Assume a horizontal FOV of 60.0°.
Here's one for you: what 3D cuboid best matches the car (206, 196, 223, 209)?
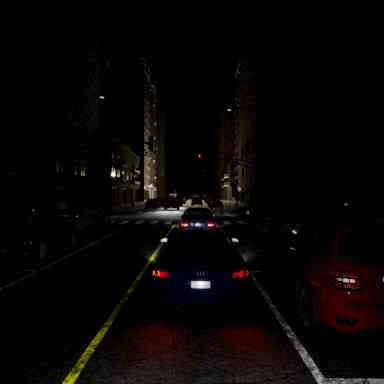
[{"bbox_3d":[3.255,1.592,44.874,1.802,1.307,4.206,1,0,1],"label":"car"}]

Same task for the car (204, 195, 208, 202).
[{"bbox_3d":[3.403,1.596,56.220,1.802,1.307,4.206,1,0,1],"label":"car"}]

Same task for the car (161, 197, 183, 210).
[{"bbox_3d":[-2.541,1.611,43.200,1.895,1.301,4.718,0,0,1],"label":"car"}]

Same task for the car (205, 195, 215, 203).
[{"bbox_3d":[3.329,1.594,50.547,1.802,1.307,4.206,1,0,1],"label":"car"}]

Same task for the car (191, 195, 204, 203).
[{"bbox_3d":[0.860,1.616,58.929,1.895,1.301,4.718,0,0,1],"label":"car"}]

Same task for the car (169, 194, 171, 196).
[{"bbox_3d":[-4.973,1.601,67.685,1.802,1.307,4.206,1,0,1],"label":"car"}]

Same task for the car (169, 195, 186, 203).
[{"bbox_3d":[-2.411,1.613,52.631,1.895,1.301,4.718,0,0,1],"label":"car"}]

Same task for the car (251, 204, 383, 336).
[{"bbox_3d":[2.756,1.316,6.609,2.192,1.841,5.009,1,0,1],"label":"car"}]

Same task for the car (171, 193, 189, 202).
[{"bbox_3d":[-2.256,1.368,62.272,2.097,1.767,4.553,0,0,1],"label":"car"}]

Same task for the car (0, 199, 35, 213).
[{"bbox_3d":[-16.412,1.342,29.303,4.902,1.511,2.128,1,-1,1],"label":"car"}]

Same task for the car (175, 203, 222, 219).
[{"bbox_3d":[0.276,1.551,17.799,2.033,1.411,5.357,0,0,0],"label":"car"}]

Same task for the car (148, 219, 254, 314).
[{"bbox_3d":[0.178,1.566,7.736,1.994,1.385,4.181,0,0,1],"label":"car"}]

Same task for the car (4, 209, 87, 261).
[{"bbox_3d":[-5.698,1.547,12.354,1.887,1.381,4.507,1,0,1],"label":"car"}]

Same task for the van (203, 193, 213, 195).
[{"bbox_3d":[3.480,1.357,61.894,1.690,1.788,3.998,1,0,1],"label":"van"}]

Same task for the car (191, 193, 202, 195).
[{"bbox_3d":[1.103,1.507,84.820,1.882,1.535,5.008,0,0,1],"label":"car"}]

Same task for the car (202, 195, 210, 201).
[{"bbox_3d":[3.849,1.598,90.257,1.947,1.339,4.313,1,0,1],"label":"car"}]

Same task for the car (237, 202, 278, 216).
[{"bbox_3d":[7.119,1.642,32.541,5.357,1.411,2.033,1,0,9],"label":"car"}]

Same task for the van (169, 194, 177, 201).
[{"bbox_3d":[-4.748,1.370,84.702,1.690,1.788,3.998,1,0,1],"label":"van"}]

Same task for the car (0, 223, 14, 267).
[{"bbox_3d":[-5.773,1.527,6.560,1.752,1.417,4.829,1,0,1],"label":"car"}]

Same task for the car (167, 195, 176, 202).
[{"bbox_3d":[-4.823,1.465,79.030,1.967,1.590,4.097,1,0,1],"label":"car"}]

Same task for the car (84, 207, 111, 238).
[{"bbox_3d":[-5.626,1.529,17.808,1.752,1.417,4.829,1,0,1],"label":"car"}]

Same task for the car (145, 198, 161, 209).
[{"bbox_3d":[-5.270,1.555,44.995,1.887,1.381,4.507,1,0,1],"label":"car"}]

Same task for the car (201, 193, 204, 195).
[{"bbox_3d":[3.554,1.334,67.566,2.192,1.841,5.009,1,0,1],"label":"car"}]

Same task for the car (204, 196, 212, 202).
[{"bbox_3d":[3.700,1.607,78.912,1.802,1.307,4.206,1,0,1],"label":"car"}]

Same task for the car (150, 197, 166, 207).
[{"bbox_3d":[-5.196,1.556,50.668,1.887,1.381,4.507,1,0,1],"label":"car"}]
